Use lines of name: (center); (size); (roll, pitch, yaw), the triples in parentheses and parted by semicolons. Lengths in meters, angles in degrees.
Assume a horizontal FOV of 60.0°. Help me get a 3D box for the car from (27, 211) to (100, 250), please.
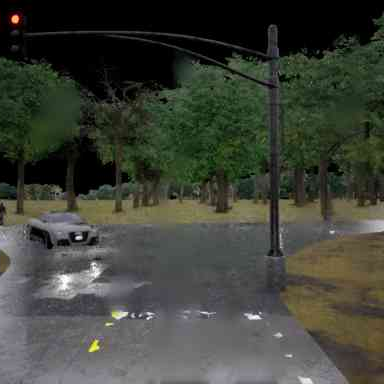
car: (-5.654, 1.536, 14.442); (1.994, 1.385, 4.181); (1, 1, -40)

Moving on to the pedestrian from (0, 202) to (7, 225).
pedestrian: (-15.238, 1.717, 26.749); (0.375, 1.860, 0.375); (0, -1, 0)
